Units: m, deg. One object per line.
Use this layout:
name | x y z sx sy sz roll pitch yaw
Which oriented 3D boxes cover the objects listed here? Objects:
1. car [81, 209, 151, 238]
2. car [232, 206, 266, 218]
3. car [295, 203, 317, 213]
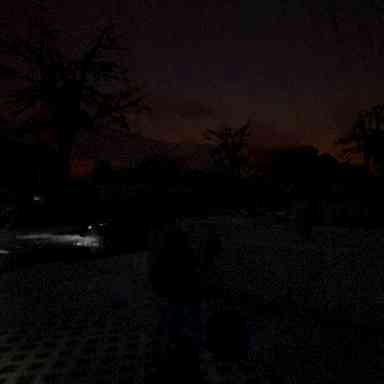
car | -4.114 1.691 18.850 1.994 1.385 4.181 1 0 36
car | 5.600 1.966 32.119 1.812 1.442 4.674 1 0 37
car | 15.712 2.227 45.744 1.837 1.490 4.892 1 0 36
